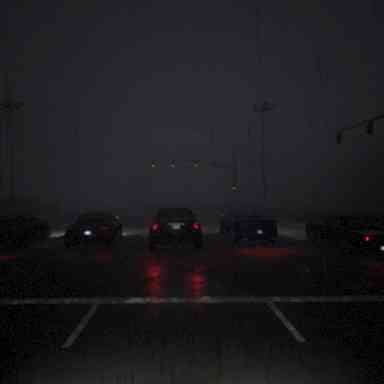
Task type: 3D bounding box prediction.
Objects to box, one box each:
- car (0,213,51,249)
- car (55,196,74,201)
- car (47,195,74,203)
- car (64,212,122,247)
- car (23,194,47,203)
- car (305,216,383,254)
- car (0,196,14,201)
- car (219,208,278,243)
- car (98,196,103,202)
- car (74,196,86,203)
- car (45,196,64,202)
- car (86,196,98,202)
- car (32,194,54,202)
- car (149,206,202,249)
[{"bbox_3d":[-7.823,1.601,14.748,1.994,1.385,4.181,0,0,-6],"label":"car"},{"bbox_3d":[-33.153,1.649,86.444,4.674,1.442,1.812,0,0,22],"label":"car"},{"bbox_3d":[-28.609,1.711,72.045,5.357,1.411,2.033,0,0,36],"label":"car"},{"bbox_3d":[-4.351,1.599,15.187,1.994,1.385,4.181,0,0,-6],"label":"car"},{"bbox_3d":[-32.812,1.397,70.635,5.566,2.045,2.150,0,0,32],"label":"car"},{"bbox_3d":[6.370,1.623,13.562,1.895,1.301,4.718,0,0,-5],"label":"car"},{"bbox_3d":[-42.589,1.666,74.899,5.008,1.535,1.882,0,0,15],"label":"car"},{"bbox_3d":[2.570,1.509,16.257,1.882,1.535,5.008,0,0,-6],"label":"car"},{"bbox_3d":[-24.142,1.665,81.683,5.008,1.535,1.882,0,0,32],"label":"car"},{"bbox_3d":[-26.720,1.654,75.004,5.008,1.535,1.882,0,0,36],"label":"car"},{"bbox_3d":[-34.526,1.679,83.224,4.181,1.385,1.994,0,0,22],"label":"car"},{"bbox_3d":[-25.327,1.706,78.274,4.902,1.511,2.128,0,0,32],"label":"car"},{"bbox_3d":[-35.872,1.485,79.994,4.553,1.767,2.097,0,0,22],"label":"car"},{"bbox_3d":[-0.817,1.383,14.912,2.097,1.767,4.553,0,0,-6],"label":"car"}]
